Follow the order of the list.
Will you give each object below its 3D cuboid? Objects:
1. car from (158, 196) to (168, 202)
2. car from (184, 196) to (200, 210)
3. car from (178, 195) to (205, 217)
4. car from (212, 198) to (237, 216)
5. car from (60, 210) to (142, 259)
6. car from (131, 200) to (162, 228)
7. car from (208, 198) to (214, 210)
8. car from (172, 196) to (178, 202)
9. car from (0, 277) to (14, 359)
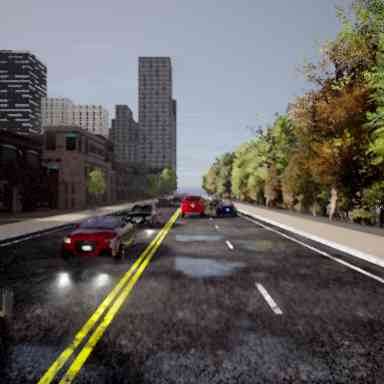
[{"bbox_3d":[-6.489,1.588,73.524,1.895,1.301,4.718,0,0,0],"label":"car"},{"bbox_3d":[0.046,1.459,45.355,2.097,1.767,4.553,0,0,0],"label":"car"},{"bbox_3d":[0.104,1.300,31.946,2.150,2.045,5.566,0,0,0],"label":"car"},{"bbox_3d":[3.361,1.645,33.338,1.994,1.385,4.181,0,0,0],"label":"car"},{"bbox_3d":[-3.344,1.595,12.576,1.994,1.385,4.181,0,0,0],"label":"car"},{"bbox_3d":[-3.333,1.561,23.006,1.837,1.490,4.892,0,0,0],"label":"car"},{"bbox_3d":[3.285,1.615,45.442,1.837,1.490,4.892,0,0,1],"label":"car"},{"bbox_3d":[-3.239,1.545,73.553,1.994,1.385,4.181,0,0,0],"label":"car"},{"bbox_3d":[-3.351,1.512,2.619,1.837,1.490,4.892,0,0,0],"label":"car"}]
